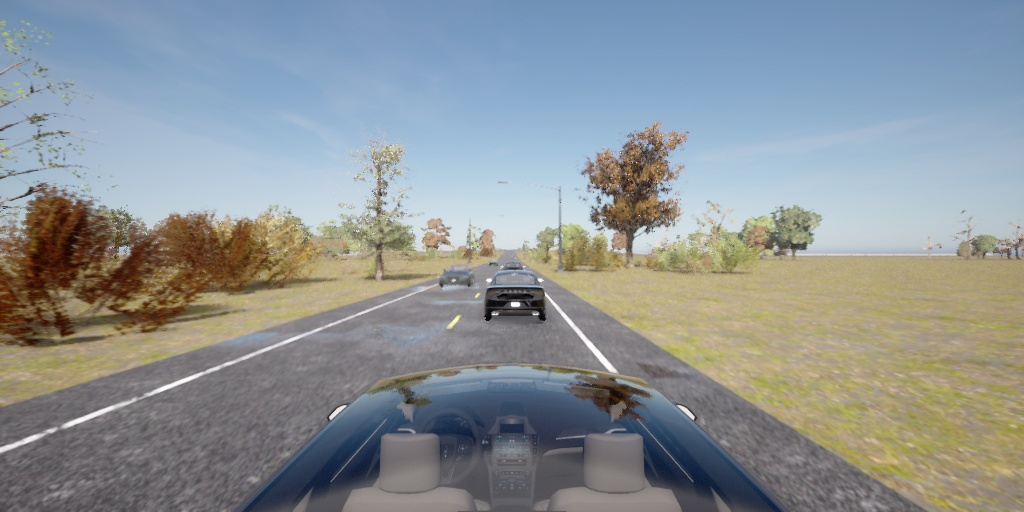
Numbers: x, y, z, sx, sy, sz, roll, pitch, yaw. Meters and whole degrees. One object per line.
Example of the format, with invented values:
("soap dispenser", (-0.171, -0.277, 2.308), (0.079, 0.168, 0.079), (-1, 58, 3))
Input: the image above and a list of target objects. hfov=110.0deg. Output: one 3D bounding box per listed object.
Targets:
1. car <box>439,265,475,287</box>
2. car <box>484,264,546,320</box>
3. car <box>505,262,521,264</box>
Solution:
("car", (-3.598, 1.311, 24.045), (1.994, 1.385, 4.181), (0, 0, 0))
("car", (0.098, 1.227, 12.676), (1.882, 1.535, 5.008), (0, 0, 0))
("car", (0.098, 1.249, 31.067), (1.837, 1.490, 4.892), (0, 0, 0))
